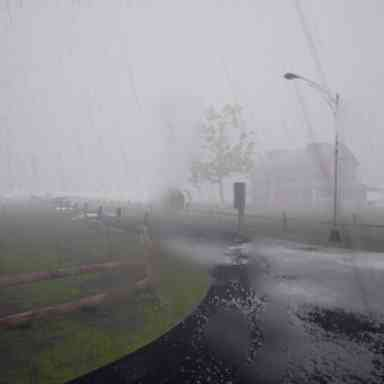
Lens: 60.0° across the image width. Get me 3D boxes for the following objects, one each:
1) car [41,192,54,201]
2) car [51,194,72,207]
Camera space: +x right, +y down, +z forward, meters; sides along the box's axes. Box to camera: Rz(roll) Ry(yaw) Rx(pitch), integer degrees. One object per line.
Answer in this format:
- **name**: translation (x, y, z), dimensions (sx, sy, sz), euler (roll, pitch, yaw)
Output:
- **car**: translation (-36.131, 1.131, 84.277), dimensions (2.150, 2.045, 5.566), euler (2, -1, -30)
- **car**: translation (-18.841, 1.450, 48.511), dimensions (1.837, 1.490, 4.892), euler (2, -1, -30)
